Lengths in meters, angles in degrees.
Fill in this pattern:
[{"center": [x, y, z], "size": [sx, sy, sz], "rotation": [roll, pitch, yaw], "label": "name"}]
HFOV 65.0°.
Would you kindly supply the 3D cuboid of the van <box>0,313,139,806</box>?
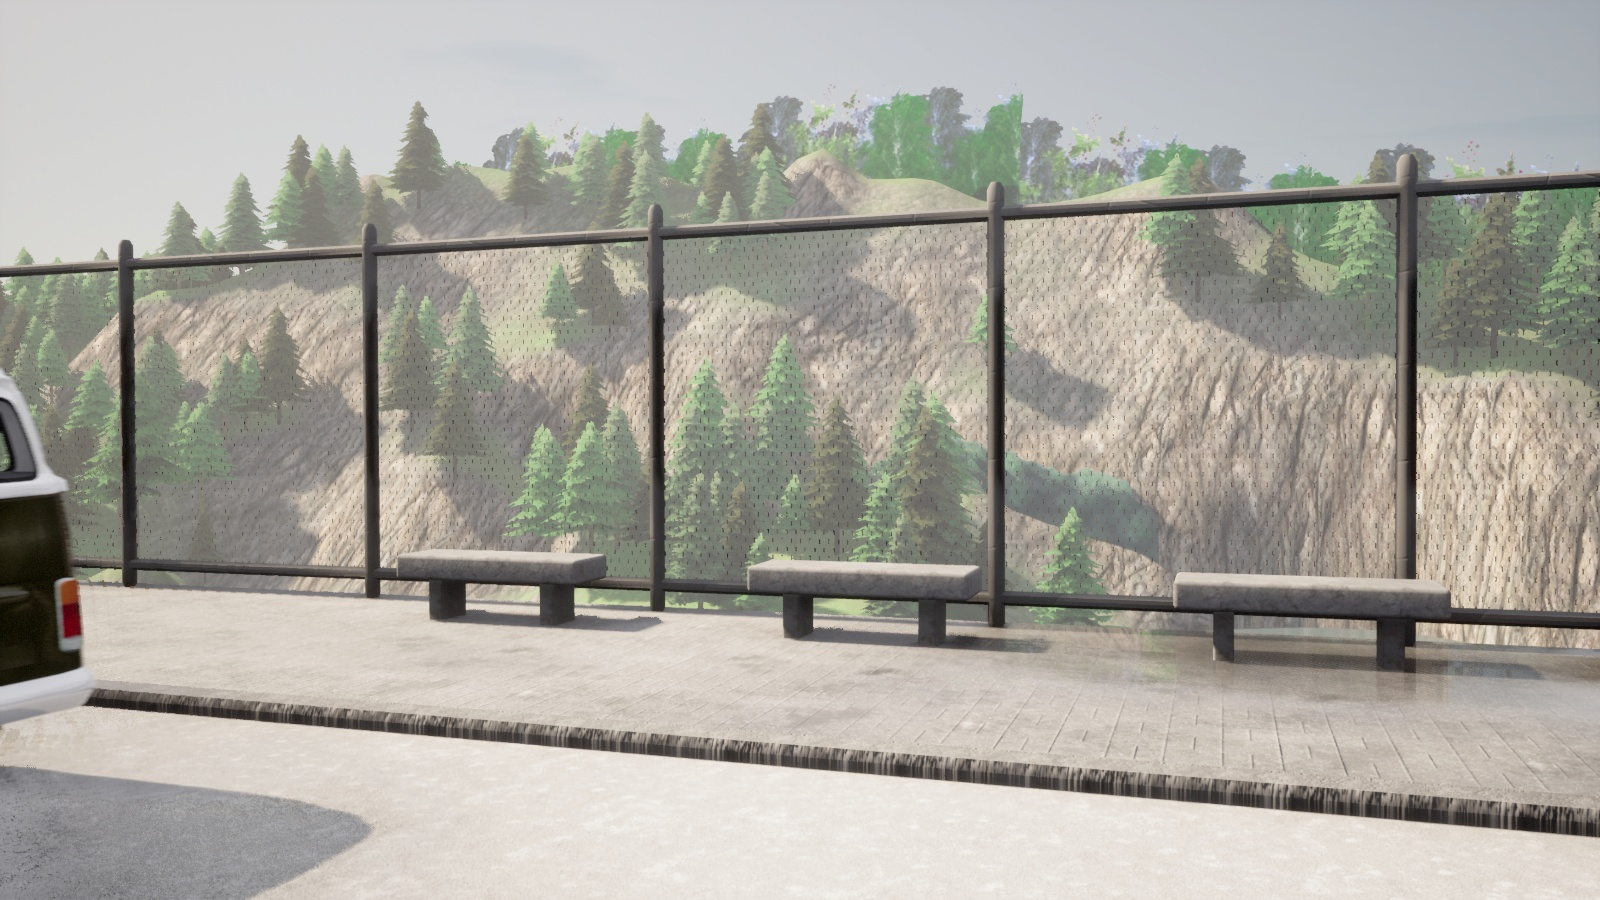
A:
[{"center": [-5.533, 0.440, 5.578], "size": [4.480, 2.038, 2.069], "rotation": [1, 1, 19], "label": "van"}]
